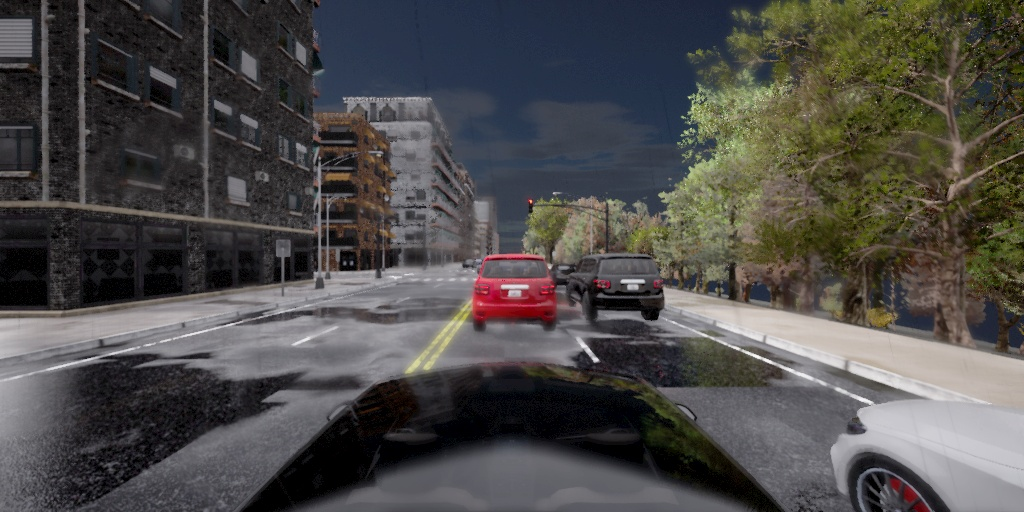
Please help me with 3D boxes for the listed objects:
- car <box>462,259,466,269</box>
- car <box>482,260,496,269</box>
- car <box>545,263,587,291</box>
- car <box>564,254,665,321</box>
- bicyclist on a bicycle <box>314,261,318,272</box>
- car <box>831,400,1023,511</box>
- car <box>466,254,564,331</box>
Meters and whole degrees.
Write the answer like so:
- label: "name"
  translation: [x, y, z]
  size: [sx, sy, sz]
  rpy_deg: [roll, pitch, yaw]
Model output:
- label: "car"
  translation: [-6.813, 1.254, 56.752]
  size: [1.837, 1.490, 4.892]
  rpy_deg: [0, 0, 0]
- label: "car"
  translation: [-3.563, 1.314, 56.932]
  size: [1.994, 1.385, 4.181]
  rpy_deg: [0, 0, 0]
- label: "car"
  translation: [3.278, 1.250, 22.808]
  size: [1.837, 1.490, 4.892]
  rpy_deg: [0, 0, -2]
- label: "car"
  translation: [3.306, 0.965, 12.500]
  size: [2.150, 2.045, 5.566]
  rpy_deg: [0, 0, 0]
- label: "bicyclist on a bicycle"
  translation: [-25.056, 1.324, 45.388]
  size: [0.582, 1.620, 1.656]
  rpy_deg: [-1, 1, -1]
- label: "car"
  translation: [3.354, 1.277, 0.745]
  size: [1.812, 1.442, 4.674]
  rpy_deg: [0, -1, 0]
- label: "car"
  translation: [0.062, 0.969, 11.056]
  size: [2.150, 2.045, 5.566]
  rpy_deg: [0, 0, 0]
